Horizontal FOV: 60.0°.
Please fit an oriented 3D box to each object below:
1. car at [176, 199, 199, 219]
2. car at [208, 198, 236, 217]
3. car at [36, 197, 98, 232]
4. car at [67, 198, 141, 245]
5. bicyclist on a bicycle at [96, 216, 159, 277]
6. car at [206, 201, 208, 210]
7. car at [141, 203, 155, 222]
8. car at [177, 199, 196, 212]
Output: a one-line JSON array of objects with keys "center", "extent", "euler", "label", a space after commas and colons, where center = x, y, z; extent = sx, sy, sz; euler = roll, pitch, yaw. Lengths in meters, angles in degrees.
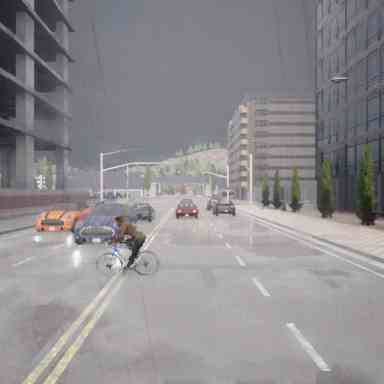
[{"center": [-0.436, 1.601, 29.306], "extent": [1.895, 1.301, 4.718], "euler": [0, 0, -1], "label": "car"}, {"center": [3.013, 1.491, 31.871], "extent": [2.128, 1.511, 4.902], "euler": [0, 0, -1], "label": "car"}, {"center": [-7.413, 1.352, 19.790], "extent": [2.097, 1.767, 4.553], "euler": [0, 0, -1], "label": "car"}, {"center": [-3.874, 1.351, 15.596], "extent": [2.097, 1.767, 4.553], "euler": [0, 0, -1], "label": "car"}, {"center": [-1.716, 1.455, 8.768], "extent": [1.656, 1.620, 0.582], "euler": [-2, 0, -1], "label": "bicyclist on a bicycle"}, {"center": [2.821, 1.526, 41.133], "extent": [1.812, 1.442, 4.674], "euler": [0, 0, -1], "label": "car"}, {"center": [-3.971, 1.564, 25.727], "extent": [1.994, 1.385, 4.181], "euler": [0, 0, -1], "label": "car"}, {"center": [-0.653, 1.547, 39.488], "extent": [2.033, 1.411, 5.357], "euler": [0, 0, -1], "label": "car"}]
